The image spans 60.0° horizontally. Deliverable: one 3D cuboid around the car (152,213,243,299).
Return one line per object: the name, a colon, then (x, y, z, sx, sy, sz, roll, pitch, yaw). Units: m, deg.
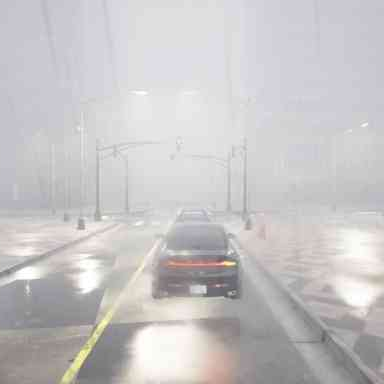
car: (0.100, 1.502, 8.391, 1.837, 1.490, 4.892, 0, 0, 0)

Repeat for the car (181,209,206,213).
car: (0.059, 1.556, 17.294, 1.994, 1.385, 4.181, 0, 0, 1)
